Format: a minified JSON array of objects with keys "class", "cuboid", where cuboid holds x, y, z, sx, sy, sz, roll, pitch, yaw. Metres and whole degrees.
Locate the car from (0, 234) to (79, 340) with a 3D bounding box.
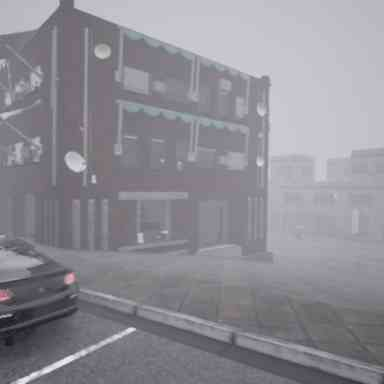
[{"class":"car","cuboid":[-3.976,1.491,5.971,4.674,1.452,2.002,0,0,34]}]
